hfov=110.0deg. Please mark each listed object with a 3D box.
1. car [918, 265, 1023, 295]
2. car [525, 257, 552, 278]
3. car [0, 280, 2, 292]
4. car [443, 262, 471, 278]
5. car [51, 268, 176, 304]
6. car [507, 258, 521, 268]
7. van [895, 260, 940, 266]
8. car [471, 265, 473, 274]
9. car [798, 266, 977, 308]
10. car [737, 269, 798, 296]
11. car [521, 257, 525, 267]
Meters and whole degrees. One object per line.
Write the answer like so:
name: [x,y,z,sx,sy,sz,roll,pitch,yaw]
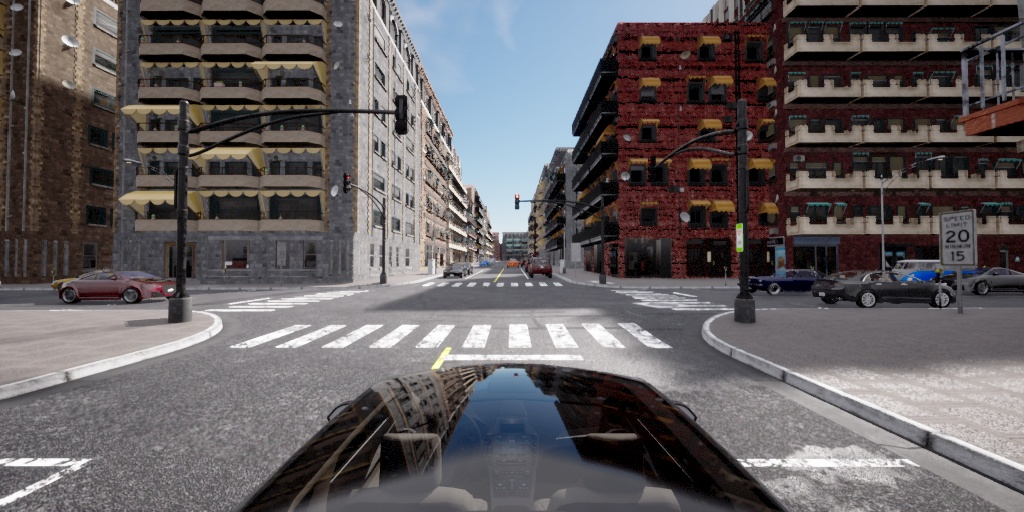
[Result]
car: [24.579,1.287,18.766,4.181,1.385,1.994,0,-1,0]
car: [2.608,1.077,33.684,2.192,1.841,5.009,0,0,0]
car: [-26.678,1.027,16.012,5.566,2.045,2.150,0,-1,0]
car: [-5.274,1.328,33.649,1.948,1.339,4.313,0,0,0]
car: [-17.189,1.339,15.970,4.181,1.385,1.994,0,-1,0]
car: [0.177,1.176,63.717,2.097,1.767,4.553,0,0,0]
van: [24.928,1.115,21.214,3.998,1.789,1.690,0,0,0]
car: [-5.266,1.331,39.210,1.948,1.339,4.313,0,0,0]
car: [13.760,1.185,13.376,4.403,1.370,2.007,0,0,0]
car: [14.574,1.347,18.801,4.718,1.301,1.895,0,-1,-2]
car: [2.622,1.086,44.807,2.192,1.841,5.009,0,0,0]
